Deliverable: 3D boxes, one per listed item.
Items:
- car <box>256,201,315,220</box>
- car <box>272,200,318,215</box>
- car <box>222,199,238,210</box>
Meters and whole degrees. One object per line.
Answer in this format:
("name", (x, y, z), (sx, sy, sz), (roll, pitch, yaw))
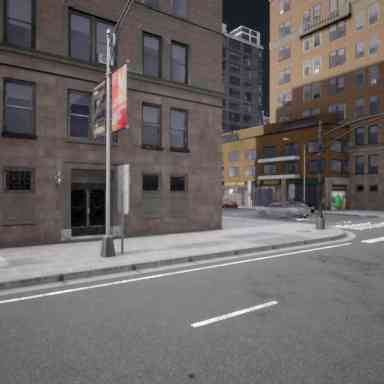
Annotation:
("car", (7.817, 1.592, 28.673), (1.895, 1.301, 4.718), (0, 0, -35))
("car", (10.549, 1.577, 34.312), (1.947, 1.339, 4.313), (0, 0, -35))
("car", (4.182, 1.591, 43.311), (1.802, 1.307, 4.206), (0, 0, -35))
